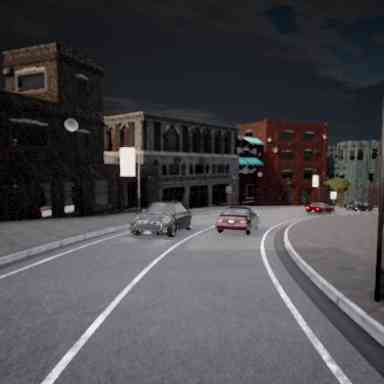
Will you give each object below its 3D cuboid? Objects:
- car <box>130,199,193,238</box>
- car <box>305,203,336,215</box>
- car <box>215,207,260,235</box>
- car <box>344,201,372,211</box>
[{"bbox_3d":[-1.456,1.289,17.517,2.097,1.767,4.553,1,0,16],"label":"car"},{"bbox_3d":[15.397,1.973,39.500,4.718,1.301,1.895,2,2,-44],"label":"car"},{"bbox_3d":[2.782,1.574,19.404,2.033,1.411,5.357,2,0,18],"label":"car"},{"bbox_3d":[25.514,2.121,51.101,4.892,1.490,1.837,2,3,-27],"label":"car"}]
